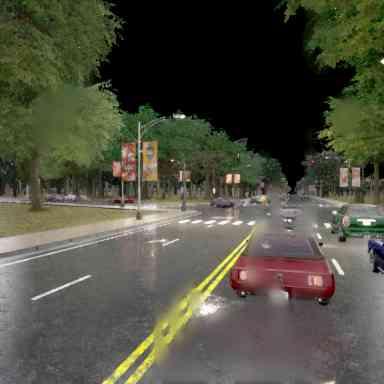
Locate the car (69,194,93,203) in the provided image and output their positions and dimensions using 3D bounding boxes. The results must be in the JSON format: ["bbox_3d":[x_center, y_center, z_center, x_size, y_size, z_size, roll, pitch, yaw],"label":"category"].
[{"bbox_3d":[-20.748,1.333,62.886,4.674,1.442,1.812,0,0,41],"label":"car"}]

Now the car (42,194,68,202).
[{"bbox_3d":[-28.652,1.287,69.592,4.902,1.511,2.128,0,0,40],"label":"car"}]

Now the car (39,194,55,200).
[{"bbox_3d":[-37.116,1.225,85.216,4.674,1.442,1.812,0,0,40],"label":"car"}]

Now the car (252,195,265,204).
[{"bbox_3d":[12.317,1.554,63.633,2.033,1.411,5.357,0,0,18],"label":"car"}]

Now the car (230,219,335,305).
[{"bbox_3d":[2.247,1.601,8.200,1.895,1.301,4.718,0,0,17],"label":"car"}]

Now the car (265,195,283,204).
[{"bbox_3d":[15.392,1.554,62.591,2.033,1.411,5.357,0,0,18],"label":"car"}]

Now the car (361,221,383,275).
[{"bbox_3d":[5.455,1.601,7.593,1.895,1.301,4.718,0,0,17],"label":"car"}]

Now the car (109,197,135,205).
[{"bbox_3d":[-11.565,1.467,55.087,4.718,1.301,1.895,0,0,40],"label":"car"}]

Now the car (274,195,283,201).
[{"bbox_3d":[21.506,1.489,82.308,1.882,1.535,5.008,0,0,17],"label":"car"}]

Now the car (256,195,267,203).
[{"bbox_3d":[15.263,1.486,73.076,1.882,1.535,5.008,0,0,17],"label":"car"}]

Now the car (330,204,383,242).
[{"bbox_3d":[8.055,1.352,16.197,2.097,1.767,4.553,0,0,17],"label":"car"}]

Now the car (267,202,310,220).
[{"bbox_3d":[4.920,1.505,17.065,1.837,1.490,4.892,0,0,17],"label":"car"}]

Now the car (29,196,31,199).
[{"bbox_3d":[-39.090,1.297,82.629,4.718,1.301,1.895,0,0,40],"label":"car"}]

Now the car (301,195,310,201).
[{"bbox_3d":[28.789,1.513,83.868,1.837,1.490,4.892,0,0,17],"label":"car"}]

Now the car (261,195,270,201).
[{"bbox_3d":[18.285,1.535,82.887,1.812,1.442,4.674,0,0,17],"label":"car"}]

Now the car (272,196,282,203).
[{"bbox_3d":[18.455,1.604,72.396,1.895,1.301,4.718,0,0,17],"label":"car"}]

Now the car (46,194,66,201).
[{"bbox_3d":[-31.122,1.263,75.920,4.902,1.511,2.128,0,0,40],"label":"car"}]

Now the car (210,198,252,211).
[{"bbox_3d":[4.490,1.463,41.556,4.902,1.511,2.128,0,0,40],"label":"car"}]
